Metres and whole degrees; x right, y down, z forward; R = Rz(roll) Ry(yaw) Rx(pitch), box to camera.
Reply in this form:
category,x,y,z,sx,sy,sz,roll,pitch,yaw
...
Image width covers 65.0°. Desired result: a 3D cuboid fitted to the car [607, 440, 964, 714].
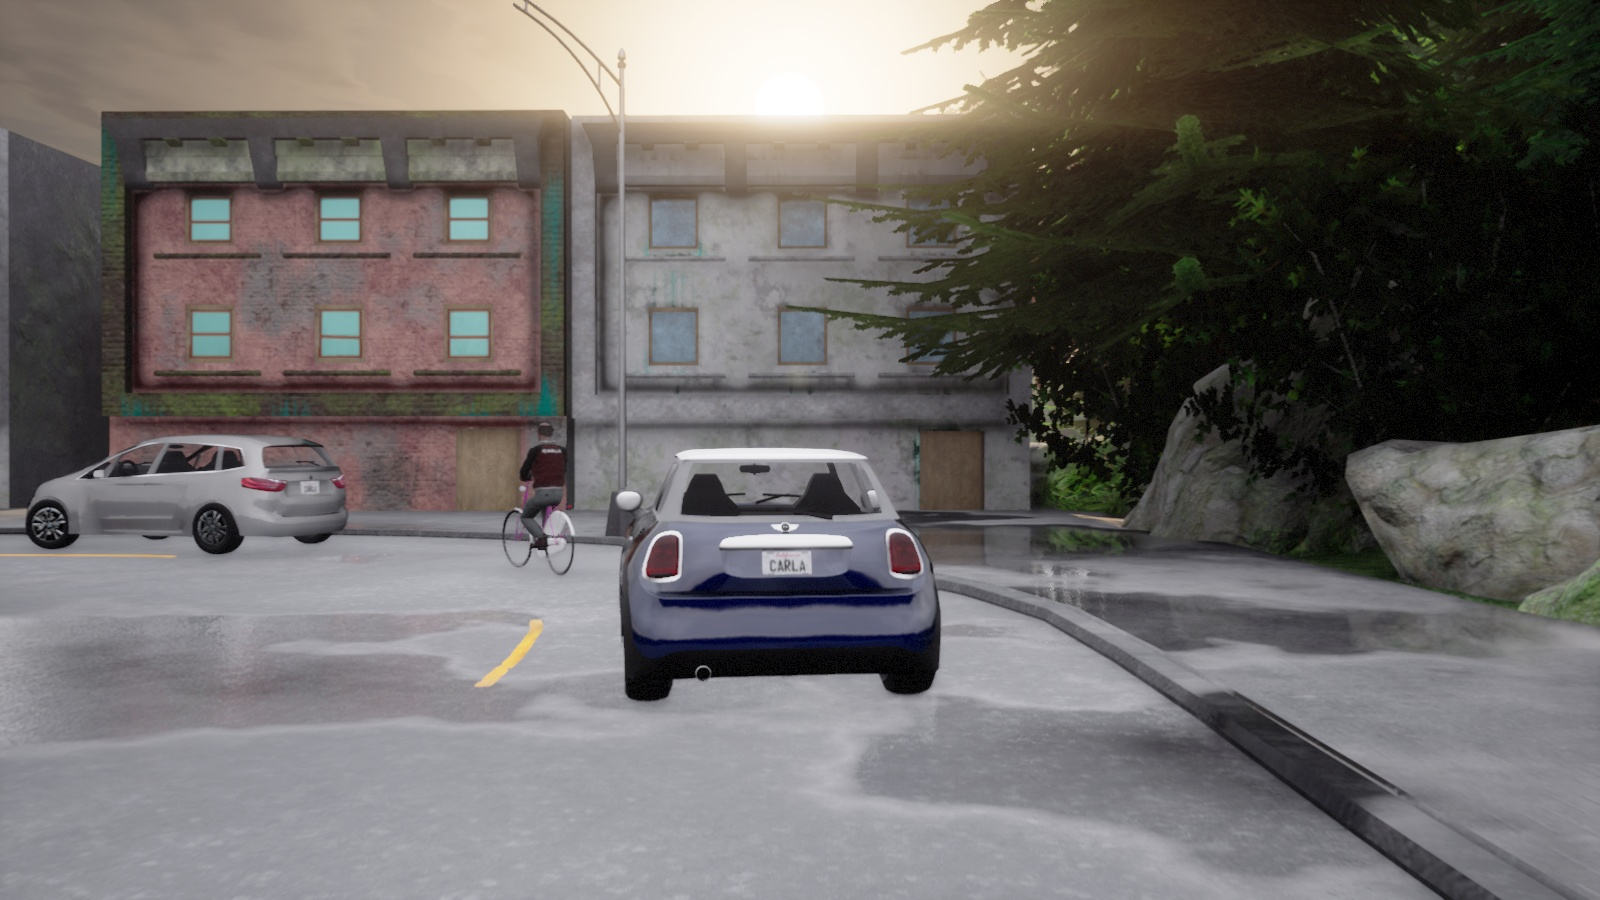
category,x,y,z,sx,sy,sz,roll,pitch,yaw
car,-0.306,0.678,8.780,1.970,1.475,3.806,0,0,-7

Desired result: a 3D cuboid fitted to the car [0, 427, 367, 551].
category,x,y,z,sx,sy,sz,roll,pitch,yaw
car,-9.063,0.511,18.540,4.611,1.667,2.242,0,0,18

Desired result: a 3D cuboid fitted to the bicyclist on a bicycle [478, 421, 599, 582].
category,x,y,z,sx,sy,sz,roll,pitch,yaw
bicyclist on a bicycle,-3.101,0.558,14.756,0.659,1.776,1.843,0,1,-37
